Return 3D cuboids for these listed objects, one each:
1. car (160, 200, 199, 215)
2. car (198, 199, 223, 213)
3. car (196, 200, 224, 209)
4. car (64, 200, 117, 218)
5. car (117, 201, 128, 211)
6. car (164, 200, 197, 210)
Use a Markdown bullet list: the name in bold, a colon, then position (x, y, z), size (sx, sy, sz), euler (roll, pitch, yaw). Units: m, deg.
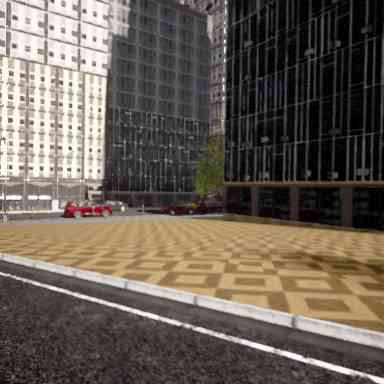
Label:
- **car**: position (-1.831, 2.123, 42.233), size (4.507, 1.381, 1.887), euler (0, 1, -34)
- **car**: position (2.852, 1.927, 45.430), size (5.009, 1.841, 2.192), euler (0, 1, -34)
- **car**: position (3.081, 2.050, 55.138), size (4.313, 1.339, 1.947), euler (0, 1, -34)
- **car**: position (-11.186, 1.826, 35.830), size (5.009, 1.841, 2.192), euler (0, 1, -34)
- **car**: position (-10.958, 1.934, 45.538), size (4.403, 1.369, 2.008), euler (0, 1, -34)
- **car**: position (-1.739, 1.975, 51.841), size (4.829, 1.417, 1.752), euler (0, 1, -34)
